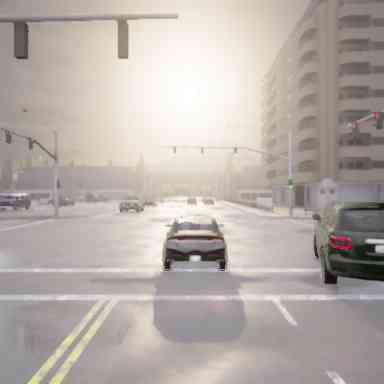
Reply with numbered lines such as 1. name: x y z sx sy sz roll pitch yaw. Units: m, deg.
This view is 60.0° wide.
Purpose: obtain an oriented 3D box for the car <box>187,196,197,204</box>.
1. car: -0.012 1.712 68.322 1.882 1.535 5.008 0 0 0

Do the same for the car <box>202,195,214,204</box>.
1. car: 3.487 1.759 68.579 1.812 1.442 4.674 0 0 0

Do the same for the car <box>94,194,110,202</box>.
1. car: -21.063 1.424 78.930 1.932 1.855 4.605 0 0 0

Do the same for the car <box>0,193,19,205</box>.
1. car: -43.581 1.427 79.023 1.905 1.878 3.866 0 0 0

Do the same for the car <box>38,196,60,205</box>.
1. car: -26.721 1.607 61.535 1.970 1.475 3.806 0 0 0

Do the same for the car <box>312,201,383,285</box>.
1. car: 4.720 1.243 9.374 2.150 2.045 5.566 0 0 17

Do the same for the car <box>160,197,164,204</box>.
1. car: -7.013 1.750 70.993 2.128 1.511 4.902 0 0 0

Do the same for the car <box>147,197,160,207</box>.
1. car: -7.061 1.793 56.085 1.895 1.301 4.718 0 0 1

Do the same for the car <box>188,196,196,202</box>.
1. car: -0.014 1.623 77.556 1.837 1.490 4.892 0 0 0

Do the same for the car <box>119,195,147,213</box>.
1. car: -7.098 1.357 39.540 2.150 2.045 5.566 0 0 0

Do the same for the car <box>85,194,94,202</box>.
1. car: -23.957 1.427 78.994 1.905 1.878 3.866 0 0 0

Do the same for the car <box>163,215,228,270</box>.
1. car: 0.092 1.514 11.150 2.128 1.511 4.902 0 0 0

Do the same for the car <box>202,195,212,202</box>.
1. car: 3.486 1.478 77.527 2.097 1.767 4.553 0 0 0
